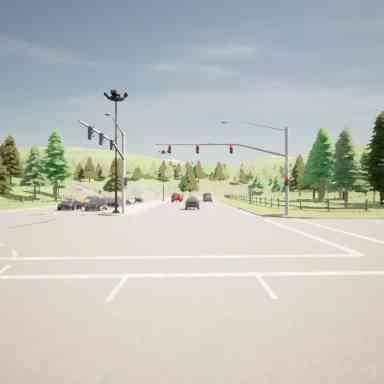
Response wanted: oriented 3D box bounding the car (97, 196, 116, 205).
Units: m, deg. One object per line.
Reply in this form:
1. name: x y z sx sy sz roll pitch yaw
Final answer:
1. car: -15.029 1.491 58.635 2.128 1.511 4.902 0 0 0

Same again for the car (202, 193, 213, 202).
1. car: 3.591 1.536 73.814 2.033 1.411 5.357 0 0 1

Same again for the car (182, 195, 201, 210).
1. car: 0.032 1.504 43.214 1.837 1.490 4.892 0 0 0

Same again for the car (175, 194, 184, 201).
1. car: -3.178 1.419 84.598 1.882 1.535 5.008 0 0 2

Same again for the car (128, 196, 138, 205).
1. car: -11.533 1.601 59.738 1.895 1.301 4.718 0 0 1

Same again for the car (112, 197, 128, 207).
1. car: -11.561 1.547 50.154 2.033 1.411 5.357 0 0 0

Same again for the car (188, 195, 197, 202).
1. car: 0.095 1.475 74.233 1.882 1.535 5.008 0 0 1

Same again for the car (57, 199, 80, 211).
1. car: -15.058 1.564 41.249 1.994 1.385 4.181 0 0 1

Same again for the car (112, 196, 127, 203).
1. car: -14.946 1.595 68.777 1.895 1.301 4.718 0 0 0

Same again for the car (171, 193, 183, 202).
1. car: -3.409 1.221 73.853 2.150 2.045 5.566 0 0 1

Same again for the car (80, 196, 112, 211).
1. car: -11.570 1.505 40.415 1.837 1.490 4.892 0 0 0

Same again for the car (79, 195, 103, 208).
1. car: -15.057 1.352 49.756 2.097 1.767 4.553 0 0 0

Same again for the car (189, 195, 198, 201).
1. car: 0.321 1.466 84.503 2.128 1.511 4.902 0 0 2

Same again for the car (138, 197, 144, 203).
1. car: -11.445 1.595 69.931 1.895 1.301 4.718 0 0 0

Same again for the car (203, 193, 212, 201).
1. car: 3.820 1.166 84.439 2.150 2.045 5.566 0 0 2
